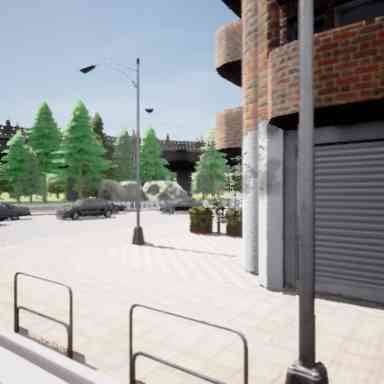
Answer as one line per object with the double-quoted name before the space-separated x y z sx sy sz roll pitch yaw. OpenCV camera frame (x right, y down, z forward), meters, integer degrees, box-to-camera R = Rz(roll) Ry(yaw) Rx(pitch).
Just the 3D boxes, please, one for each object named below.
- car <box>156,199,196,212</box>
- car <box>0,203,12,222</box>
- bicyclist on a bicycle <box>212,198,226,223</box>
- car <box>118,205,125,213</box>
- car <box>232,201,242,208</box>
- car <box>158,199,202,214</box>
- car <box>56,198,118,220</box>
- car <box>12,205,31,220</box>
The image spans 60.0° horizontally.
"car" -1.824 1.534 38.270 4.181 1.385 1.994 0 0 -29
"car" -14.408 1.571 20.949 1.895 1.301 4.718 0 0 36
"bicyclist on a bicycle" 1.659 1.258 22.364 0.582 1.620 1.656 0 0 -44
"car" -9.141 1.574 32.841 4.718 1.301 1.895 0 0 -44
"car" 7.383 1.491 41.939 4.674 1.442 1.812 0 0 -13
"car" -1.210 1.459 34.710 4.902 1.511 2.128 0 0 -31
"car" -8.954 1.322 27.813 2.097 1.767 4.553 0 0 41
"car" -15.287 1.521 25.481 2.033 1.411 5.357 0 0 37
